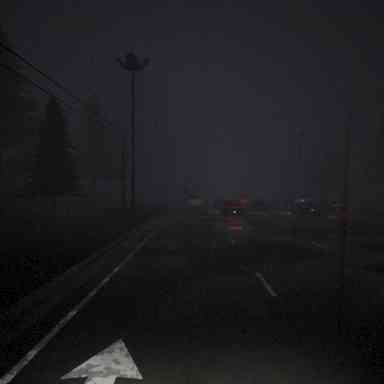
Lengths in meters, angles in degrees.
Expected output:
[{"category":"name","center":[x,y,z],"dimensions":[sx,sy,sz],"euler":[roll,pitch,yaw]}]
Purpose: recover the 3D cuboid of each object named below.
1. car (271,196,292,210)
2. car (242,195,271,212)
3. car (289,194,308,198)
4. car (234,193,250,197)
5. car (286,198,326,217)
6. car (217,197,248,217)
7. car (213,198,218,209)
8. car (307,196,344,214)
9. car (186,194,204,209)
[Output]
[{"category":"car","center":[10.828,1.547,43.011],"dimensions":[2.033,1.411,5.357],"euler":[0,0,0]},{"category":"car","center":[7.323,1.478,38.321],"dimensions":[1.882,1.535,5.008],"euler":[0,0,1]},{"category":"car","center":[14.355,1.221,45.568],"dimensions":[2.150,2.045,5.566],"euler":[0,0,0]},{"category":"car","center":[7.364,1.221,48.333],"dimensions":[2.150,2.045,5.566],"euler":[0,0,1]},{"category":"car","center":[10.784,1.564,31.803],"dimensions":[1.994,1.385,4.181],"euler":[0,0,0]},{"category":"car","center":[3.785,1.506,31.849],"dimensions":[1.837,1.490,4.892],"euler":[0,0,0]},{"category":"car","center":[3.834,1.547,44.154],"dimensions":[2.033,1.411,5.357],"euler":[0,0,1]},{"category":"car","center":[14.304,1.492,35.174],"dimensions":[2.128,1.511,4.902],"euler":[0,0,0]},{"category":"car","center":[0.353,1.221,44.237],"dimensions":[2.150,2.045,5.566],"euler":[0,0,1]}]
